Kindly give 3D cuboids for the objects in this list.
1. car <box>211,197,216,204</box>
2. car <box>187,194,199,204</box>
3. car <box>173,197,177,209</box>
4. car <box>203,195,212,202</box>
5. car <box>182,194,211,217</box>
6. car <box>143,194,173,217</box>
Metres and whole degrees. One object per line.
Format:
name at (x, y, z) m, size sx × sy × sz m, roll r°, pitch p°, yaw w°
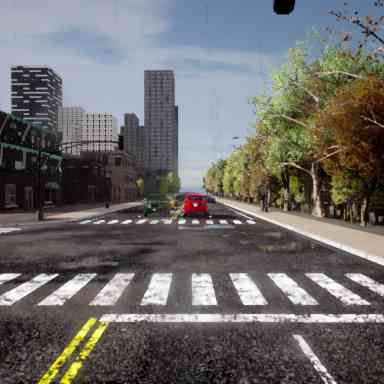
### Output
car at (3.470, 1.539, 63.136) m, size 1.994 × 1.385 × 4.181 m, roll 0°, pitch 0°, yaw 0°
car at (0.216, 1.326, 63.186) m, size 2.097 × 1.767 × 4.553 m, roll 0°, pitch 0°, yaw 0°
car at (-3.259, 1.462, 42.253) m, size 1.882 × 1.535 × 5.008 m, roll 0°, pitch 0°, yaw 0°
car at (3.388, 1.469, 73.092) m, size 1.837 × 1.490 × 4.892 m, roll 0°, pitch 0°, yaw 0°
car at (0.276, 1.212, 31.487) m, size 2.150 × 2.045 × 5.566 m, roll 0°, pitch 0°, yaw -1°
car at (-3.283, 1.211, 32.070) m, size 2.150 × 2.045 × 5.566 m, roll 0°, pitch 0°, yaw 0°
